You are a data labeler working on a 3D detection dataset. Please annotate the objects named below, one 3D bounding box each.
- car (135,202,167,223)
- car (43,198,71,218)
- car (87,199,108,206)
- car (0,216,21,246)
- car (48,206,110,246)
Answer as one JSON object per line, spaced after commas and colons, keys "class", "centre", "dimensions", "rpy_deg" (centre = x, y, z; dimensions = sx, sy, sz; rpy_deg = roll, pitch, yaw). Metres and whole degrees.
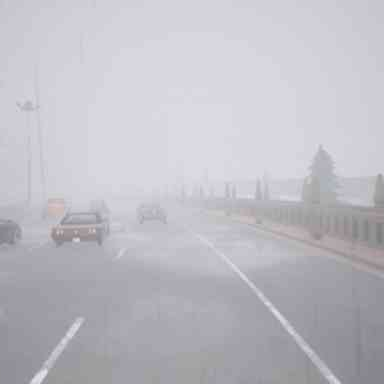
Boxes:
{"class": "car", "centre": [-3.090, 1.445, 24.323], "dimensions": [2.033, 1.411, 5.357], "rpy_deg": [0, 0, -14]}
{"class": "car", "centre": [-12.106, 1.277, 30.080], "dimensions": [2.097, 1.767, 4.553], "rpy_deg": [0, 0, -18]}
{"class": "car", "centre": [-9.267, 1.441, 32.833], "dimensions": [2.033, 1.411, 5.357], "rpy_deg": [0, 0, -19]}
{"class": "car", "centre": [-7.938, 1.470, 12.142], "dimensions": [2.128, 1.511, 4.902], "rpy_deg": [0, 0, -7]}
{"class": "car", "centre": [-4.791, 1.552, 15.006], "dimensions": [1.895, 1.301, 4.718], "rpy_deg": [0, 0, -9]}
